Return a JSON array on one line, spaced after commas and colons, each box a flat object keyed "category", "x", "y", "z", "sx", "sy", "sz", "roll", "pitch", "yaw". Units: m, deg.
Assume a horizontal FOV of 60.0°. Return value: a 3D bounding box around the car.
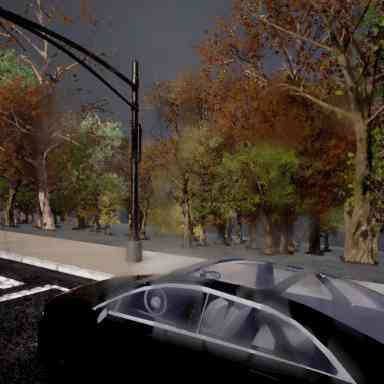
[{"category": "car", "x": 0.259, "y": 1.491, "z": 3.489, "sx": 4.902, "sy": 1.511, "sz": 2.128, "roll": 0, "pitch": 0, "yaw": 37}]
